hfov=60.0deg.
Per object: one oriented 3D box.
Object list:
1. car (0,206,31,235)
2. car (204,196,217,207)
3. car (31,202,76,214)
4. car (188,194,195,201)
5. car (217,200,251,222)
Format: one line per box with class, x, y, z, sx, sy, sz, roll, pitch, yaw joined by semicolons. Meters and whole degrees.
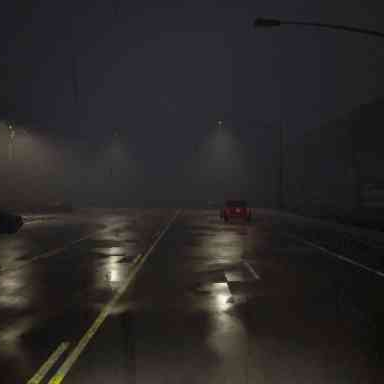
car;-10.620;1.621;16.849;2.033;1.411;5.357;0;0;0
car;3.527;1.772;56.657;1.812;1.442;4.674;0;0;0
car;-15.522;1.763;37.177;4.718;1.301;1.895;0;0;-8
car;-0.111;1.623;86.192;2.033;1.411;5.357;0;1;0
car;3.566;1.474;27.904;2.097;1.767;4.553;0;0;0
